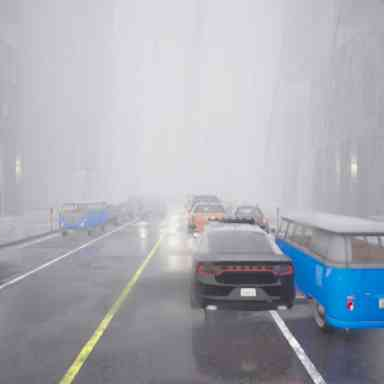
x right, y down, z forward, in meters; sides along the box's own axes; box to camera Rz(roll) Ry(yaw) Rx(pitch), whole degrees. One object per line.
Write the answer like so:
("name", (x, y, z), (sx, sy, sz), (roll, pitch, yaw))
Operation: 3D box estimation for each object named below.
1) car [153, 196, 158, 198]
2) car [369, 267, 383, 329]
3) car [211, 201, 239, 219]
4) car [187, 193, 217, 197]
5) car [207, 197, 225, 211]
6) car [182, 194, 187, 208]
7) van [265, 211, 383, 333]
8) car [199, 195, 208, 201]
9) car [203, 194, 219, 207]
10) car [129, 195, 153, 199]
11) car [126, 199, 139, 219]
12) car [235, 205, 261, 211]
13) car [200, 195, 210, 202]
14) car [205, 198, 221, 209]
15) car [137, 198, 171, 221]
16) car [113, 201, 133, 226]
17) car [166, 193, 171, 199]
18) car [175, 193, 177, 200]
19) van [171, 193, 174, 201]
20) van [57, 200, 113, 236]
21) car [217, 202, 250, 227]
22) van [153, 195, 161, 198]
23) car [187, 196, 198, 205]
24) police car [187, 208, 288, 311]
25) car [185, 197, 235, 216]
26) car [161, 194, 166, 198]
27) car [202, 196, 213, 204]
("car", (-5.684, 1.514, 40.369), (1.887, 1.381, 4.507), (0, 0, 0))
("car", (2.762, 1.524, 1.078), (1.752, 1.417, 4.829), (0, 0, 0))
("car", (2.819, 1.528, 29.089), (2.008, 1.369, 4.403), (0, 0, 0))
("car", (0.906, 1.204, 23.893), (2.150, 2.045, 5.566), (0, 0, 0))
("car", (2.841, 1.409, 40.361), (1.967, 1.590, 4.097), (0, 0, 0))
("car", (0.126, 1.188, 44.653), (2.150, 2.045, 5.566), (0, 0, 1))
("van", (2.773, 1.336, 6.543), (1.690, 1.788, 3.998), (0, 0, 0))
("car", (2.932, 1.506, 85.451), (1.947, 1.339, 4.313), (0, 0, 0))
("car", (2.863, 1.276, 51.634), (2.192, 1.841, 5.009), (0, 0, 0))
("car", (-5.696, 1.288, 34.731), (2.192, 1.841, 5.009), (0, 0, 0))
("car", (-5.706, 1.543, 29.095), (1.947, 1.339, 4.313), (0, 0, 0))
("car", (2.796, 1.426, 17.816), (1.967, 1.590, 4.097), (0, 0, 0))
("car", (2.909, 1.386, 74.179), (1.967, 1.590, 4.097), (0, 0, 0))
("car", (2.853, 1.531, 45.998), (1.947, 1.339, 4.313), (0, 0, 0))
("car", (-3.042, 1.504, 27.377), (1.812, 1.442, 4.674), (0, 0, 0))
("car", (-5.718, 1.548, 23.459), (1.947, 1.339, 4.313), (0, 0, 0))
("car", (-5.638, 1.393, 62.916), (1.967, 1.590, 4.097), (0, 0, 0))
("car", (-5.593, 1.491, 85.461), (2.008, 1.369, 4.403), (0, 0, 0))
("van", (-5.616, 1.287, 74.189), (1.690, 1.788, 3.998), (0, 0, 0))
("van", (-5.730, 1.327, 17.822), (1.690, 1.788, 3.998), (0, 0, 0))
("car", (2.808, 1.507, 23.623), (1.752, 1.417, 4.829), (0, 0, 0))
("van", (-5.673, 1.306, 46.005), (1.690, 1.788, 3.998), (0, 0, 0))
("car", (0.118, 1.461, 58.596), (1.837, 1.490, 4.892), (0, 0, 0))
("police car", (0.916, 1.419, 7.973), (1.930, 1.638, 5.238), (0, 0, 0))
("car", (0.808, 1.338, 17.813), (2.097, 1.767, 4.553), (0, 0, -1))
("car", (-5.661, 1.401, 51.642), (1.967, 1.590, 4.097), (0, 0, 0))
("car", (2.887, 1.519, 62.907), (1.947, 1.339, 4.313), (0, 0, 0))
